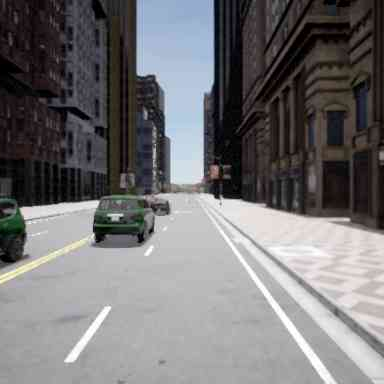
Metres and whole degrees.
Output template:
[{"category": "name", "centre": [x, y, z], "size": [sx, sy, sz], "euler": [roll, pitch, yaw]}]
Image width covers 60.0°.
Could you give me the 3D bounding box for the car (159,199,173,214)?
[{"category": "car", "centre": [-3.110, 1.437, 33.830], "size": [1.837, 1.490, 4.892], "euler": [0, 0, 0]}]

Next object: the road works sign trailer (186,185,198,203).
[{"category": "road works sign trailer", "centre": [0.080, 0.350, 66.798], "size": [2.380, 3.560, 2.880], "euler": [0, 0, 0]}]

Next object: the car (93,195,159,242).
[{"category": "car", "centre": [-3.130, 1.186, 16.231], "size": [2.150, 2.045, 5.566], "euler": [0, 0, 0]}]

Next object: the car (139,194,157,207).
[{"category": "car", "centre": [-6.514, 1.256, 49.729], "size": [2.097, 1.767, 4.553], "euler": [0, 0, 0]}]

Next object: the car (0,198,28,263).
[{"category": "car", "centre": [-6.589, 1.201, 8.928], "size": [2.150, 2.045, 5.566], "euler": [0, 0, 0]}]

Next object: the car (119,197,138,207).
[{"category": "car", "centre": [-9.759, 1.465, 51.359], "size": [1.994, 1.385, 4.181], "euler": [0, 0, 0]}]
